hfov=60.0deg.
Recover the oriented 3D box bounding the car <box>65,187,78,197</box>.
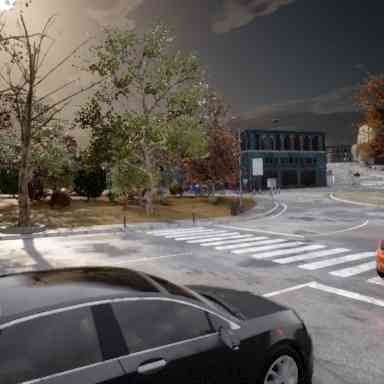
[{"bbox_3d":[-23.024,0.350,67.963,2.163,1.488,4.792,-1,2,17],"label":"car"}]

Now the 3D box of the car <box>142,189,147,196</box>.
[{"bbox_3d":[-8.722,-0.084,57.303,2.435,2.045,5.566,-1,2,16],"label":"car"}]

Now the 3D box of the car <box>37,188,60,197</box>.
[{"bbox_3d":[-32.434,0.101,75.250,2.185,1.767,4.553,0,2,18],"label":"car"}]

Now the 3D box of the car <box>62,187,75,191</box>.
[{"bbox_3d":[-25.392,0.060,69.763,2.435,2.045,5.566,0,2,17],"label":"car"}]

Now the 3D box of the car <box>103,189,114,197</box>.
[{"bbox_3d":[-13.518,0.123,60.817,2.185,1.767,4.553,-2,2,16],"label":"car"}]

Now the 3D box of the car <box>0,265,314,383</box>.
[{"bbox_3d":[-0.841,1.503,3.148,4.892,1.490,1.837,0,0,-36],"label":"car"}]

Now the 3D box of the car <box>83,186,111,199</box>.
[{"bbox_3d":[-18.280,0.052,64.423,2.435,2.045,5.566,-2,2,17],"label":"car"}]

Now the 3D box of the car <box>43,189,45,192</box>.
[{"bbox_3d":[-30.077,0.261,73.450,2.097,1.535,5.008,0,2,18],"label":"car"}]

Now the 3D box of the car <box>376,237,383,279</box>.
[{"bbox_3d":[6.779,1.319,8.563,4.553,1.767,2.097,0,0,-34],"label":"car"}]

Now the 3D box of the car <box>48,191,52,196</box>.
[{"bbox_3d":[-27.743,0.292,71.614,2.231,1.521,4.892,-1,2,18],"label":"car"}]
